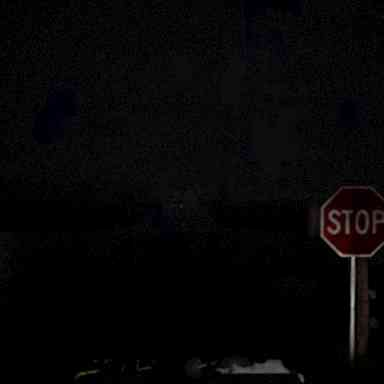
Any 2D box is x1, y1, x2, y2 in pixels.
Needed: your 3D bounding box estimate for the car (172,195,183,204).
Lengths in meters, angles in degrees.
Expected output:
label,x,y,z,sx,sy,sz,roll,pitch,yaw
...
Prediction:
label,x,y,z,sx,sy,sz,roll,pitch,yaw
car,-2.768,1.467,65.037,2.097,1.767,4.553,0,0,0
